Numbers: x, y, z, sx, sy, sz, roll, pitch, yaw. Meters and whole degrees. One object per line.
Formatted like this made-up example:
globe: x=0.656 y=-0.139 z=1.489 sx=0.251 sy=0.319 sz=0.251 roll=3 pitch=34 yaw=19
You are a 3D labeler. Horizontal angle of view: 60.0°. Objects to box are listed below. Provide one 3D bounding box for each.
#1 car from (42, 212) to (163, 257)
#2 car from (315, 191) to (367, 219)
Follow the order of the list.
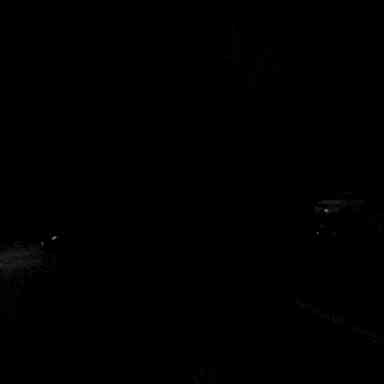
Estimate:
car: x=-3.446 y=1.578 z=13.337 sx=4.674 sy=1.442 sz=1.812 roll=-1 pitch=1 yaw=-30
car: x=11.997 y=0.986 z=26.601 sx=5.566 sy=2.045 sz=2.150 roll=-1 pitch=0 yaw=-43
